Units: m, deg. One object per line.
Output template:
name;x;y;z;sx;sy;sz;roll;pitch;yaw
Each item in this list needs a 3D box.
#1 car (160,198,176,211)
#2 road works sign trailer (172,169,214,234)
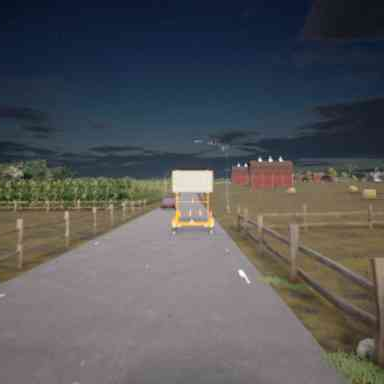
car;-2.841;1.463;41.588;1.882;1.535;5.008;0;0;0
road works sign trailer;0.037;0.457;19.253;2.380;3.560;2.880;0;0;-1
